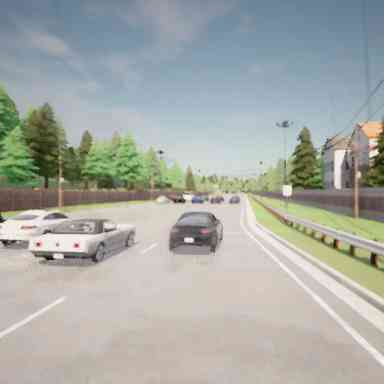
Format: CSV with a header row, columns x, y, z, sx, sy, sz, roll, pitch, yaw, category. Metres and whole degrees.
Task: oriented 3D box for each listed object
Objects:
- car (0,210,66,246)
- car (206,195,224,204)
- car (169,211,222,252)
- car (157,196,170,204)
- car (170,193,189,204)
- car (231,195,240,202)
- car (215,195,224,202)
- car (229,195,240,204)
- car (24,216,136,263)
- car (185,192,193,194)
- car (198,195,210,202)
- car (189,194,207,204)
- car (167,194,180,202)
x,y,z,sx,sy,sz,roll,pitch,yaw,category
-6.661,1.527,15.096,1.812,1.442,4.674,0,0,9,car
4.553,1.531,63.985,2.128,1.511,4.902,0,0,9,car
0.252,1.534,13.998,1.812,1.442,4.674,0,0,9,car
-5.752,1.555,66.042,1.812,1.442,4.674,0,0,9,car
-2.360,1.511,65.082,1.882,1.535,5.008,0,0,9,car
9.643,1.407,73.728,1.812,1.442,4.674,0,0,9,car
6.186,1.404,74.277,1.812,1.442,4.674,0,0,9,car
8.010,1.591,63.437,2.033,1.411,5.357,0,0,9,car
-3.590,1.604,12.034,1.895,1.301,4.718,0,0,9,car
-0.722,1.098,75.403,2.150,2.045,5.566,0,0,9,car
2.730,1.416,74.825,2.033,1.411,5.357,0,0,9,car
1.162,1.562,64.945,1.812,1.442,4.674,0,0,9,car
-4.184,1.347,75.922,1.882,1.535,5.008,0,0,9,car
